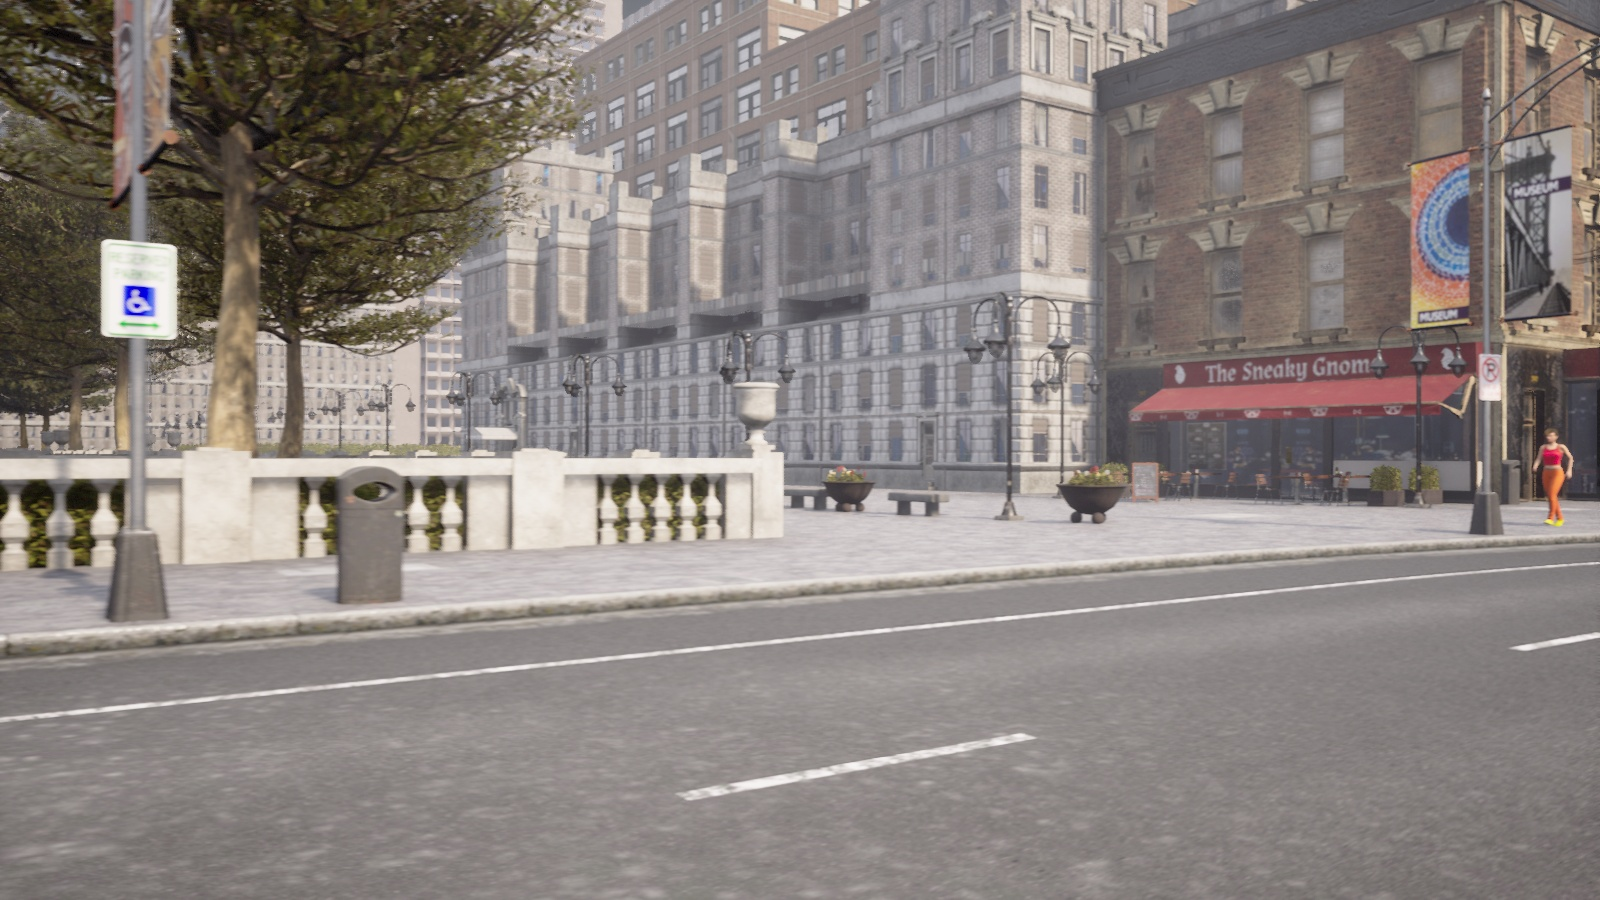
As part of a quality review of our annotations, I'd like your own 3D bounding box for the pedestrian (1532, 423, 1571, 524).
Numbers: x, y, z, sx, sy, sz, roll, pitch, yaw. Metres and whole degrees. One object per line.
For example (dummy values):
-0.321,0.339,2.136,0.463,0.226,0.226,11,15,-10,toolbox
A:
13.919,0.429,23.260,0.594,1.836,0.345,0,0,-28,pedestrian
